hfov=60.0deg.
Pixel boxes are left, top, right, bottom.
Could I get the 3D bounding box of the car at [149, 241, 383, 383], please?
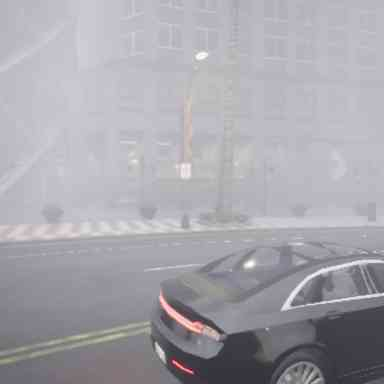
[{"bbox_3d":[1.895,1.443,4.425,4.902,1.511,2.128,0,1,-24],"label":"car"}]
